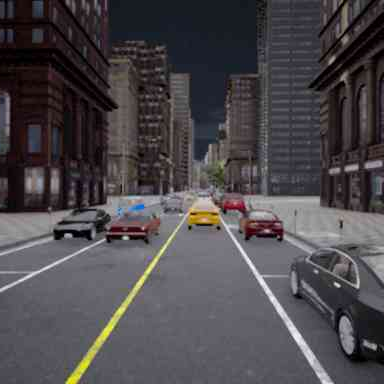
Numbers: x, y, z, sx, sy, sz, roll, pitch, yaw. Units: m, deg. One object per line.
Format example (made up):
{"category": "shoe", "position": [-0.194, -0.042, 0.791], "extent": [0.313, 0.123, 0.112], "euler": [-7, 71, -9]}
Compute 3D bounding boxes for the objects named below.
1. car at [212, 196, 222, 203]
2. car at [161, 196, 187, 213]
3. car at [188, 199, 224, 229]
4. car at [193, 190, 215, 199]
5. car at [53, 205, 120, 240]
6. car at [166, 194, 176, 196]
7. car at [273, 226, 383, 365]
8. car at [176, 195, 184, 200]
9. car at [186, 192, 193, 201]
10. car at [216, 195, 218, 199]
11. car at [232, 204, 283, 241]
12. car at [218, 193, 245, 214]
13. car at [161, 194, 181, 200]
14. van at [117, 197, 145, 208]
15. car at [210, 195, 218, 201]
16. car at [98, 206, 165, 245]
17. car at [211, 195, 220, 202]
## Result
{"category": "car", "position": [4.918, 1.504, 65.045], "extent": [1.802, 1.307, 4.206], "euler": [1, 0, 2]}
{"category": "car", "position": [-1.845, 1.473, 35.450], "extent": [1.837, 1.490, 4.892], "euler": [0, 0, 2]}
{"category": "car", "position": [0.780, 1.442, 21.283], "extent": [1.882, 1.535, 5.008], "euler": [0, 0, 2]}
{"category": "car", "position": [1.551, 1.157, 44.236], "extent": [2.150, 2.045, 5.566], "euler": [0, -1, 2]}
{"category": "car", "position": [-5.245, 1.504, 16.495], "extent": [1.947, 1.339, 4.313], "euler": [0, 0, 2]}
{"category": "car", "position": [-3.999, 1.479, 53.580], "extent": [1.802, 1.307, 4.206], "euler": [0, 0, 2]}
{"category": "car", "position": [2.921, 1.553, 5.686], "extent": [2.008, 1.369, 4.403], "euler": [0, 0, 2]}
{"category": "car", "position": [-2.991, 1.393, 83.494], "extent": [1.802, 1.307, 4.206], "euler": [1, 0, 2]}
{"category": "car", "position": [-0.611, 1.314, 72.120], "extent": [1.882, 1.535, 5.008], "euler": [0, 0, 2]}
{"category": "car", "position": [4.474, 1.187, 41.638], "extent": [2.150, 2.045, 5.566], "euler": [0, 0, 2]}
{"category": "car", "position": [3.284, 1.530, 16.477], "extent": [1.887, 1.381, 4.507], "euler": [0, 0, 2]}
{"category": "car", "position": [4.239, 1.187, 34.642], "extent": [2.150, 2.045, 5.566], "euler": [0, 0, 2]}
{"category": "car", "position": [-4.925, 1.214, 77.630], "extent": [4.403, 1.369, 2.008], "euler": [0, 1, -7]}
{"category": "van", "position": [-4.888, 1.267, 27.090], "extent": [1.690, 1.788, 3.998], "euler": [0, 0, 2]}
{"category": "car", "position": [5.530, 1.424, 83.202], "extent": [1.947, 1.339, 4.313], "euler": [1, 0, 2]}
{"category": "car", "position": [-2.611, 1.555, 15.581], "extent": [1.895, 1.301, 4.718], "euler": [0, 0, 2]}
{"category": "car", "position": [5.282, 1.454, 75.840], "extent": [1.947, 1.339, 4.313], "euler": [1, 0, 2]}
